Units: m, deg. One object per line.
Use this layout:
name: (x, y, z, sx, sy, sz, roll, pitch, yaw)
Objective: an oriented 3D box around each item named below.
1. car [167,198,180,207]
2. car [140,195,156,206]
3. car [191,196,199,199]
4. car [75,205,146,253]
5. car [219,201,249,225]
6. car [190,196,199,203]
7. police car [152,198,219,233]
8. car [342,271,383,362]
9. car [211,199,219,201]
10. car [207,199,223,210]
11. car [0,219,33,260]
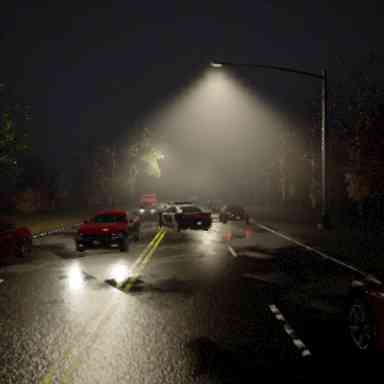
car: (-3.208, 1.734, 58.282, 1.812, 1.442, 4.674, 0, 0, 1)
car: (-6.582, 1.418, 51.048, 2.150, 2.045, 5.566, 0, 0, 1)
car: (0.254, 1.817, 62.401, 1.895, 1.301, 4.718, 0, 0, 1)
car: (-3.410, 1.540, 14.312, 1.882, 1.535, 5.008, 0, 0, 0)
car: (3.140, 1.611, 25.067, 1.812, 1.442, 4.674, 0, -1, 0)
car: (0.607, 1.755, 80.141, 2.033, 1.411, 5.357, 0, 0, 2)
police car: (-0.582, 1.418, 19.788, 1.930, 1.638, 5.238, 0, 0, -22)
car: (3.253, 1.408, 3.074, 2.033, 1.649, 4.856, 1, 0, 0)
car: (3.139, 1.730, 36.065, 1.895, 1.301, 4.718, 0, -1, 0)
car: (3.210, 1.730, 47.002, 1.994, 1.385, 4.181, 0, -1, 1)
car: (-6.658, 1.573, 10.277, 1.812, 1.442, 4.674, 0, 0, 0)
